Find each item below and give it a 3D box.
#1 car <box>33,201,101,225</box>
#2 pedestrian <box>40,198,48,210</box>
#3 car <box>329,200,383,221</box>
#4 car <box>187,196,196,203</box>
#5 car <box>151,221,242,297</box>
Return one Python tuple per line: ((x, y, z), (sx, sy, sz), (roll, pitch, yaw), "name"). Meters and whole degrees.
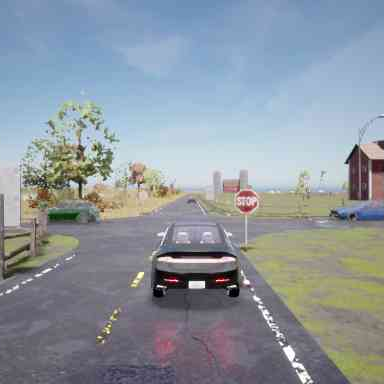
((-9.104, 1.444, 24.235), (4.553, 1.767, 2.097), (-1, 0, 0), "car")
((-12.207, 1.413, 27.278), (0.375, 1.860, 0.375), (0, 1, 0), "pedestrian")
((12.924, 1.328, 24.137), (5.357, 1.411, 2.033), (-1, 0, 2), "car")
((-0.063, 1.541, 70.915), (2.033, 1.411, 5.357), (0, 0, 0), "car")
((0.084, 1.490, 8.532), (2.128, 1.511, 4.902), (0, 0, 0), "car")
